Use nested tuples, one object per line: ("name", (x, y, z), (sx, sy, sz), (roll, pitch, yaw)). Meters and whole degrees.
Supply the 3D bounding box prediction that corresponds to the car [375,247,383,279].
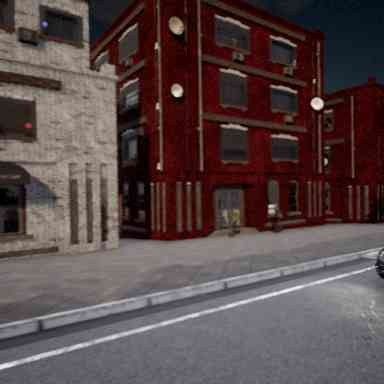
("car", (6.731, 1.514, 8.790), (4.674, 1.442, 1.812), (0, 0, -35))
